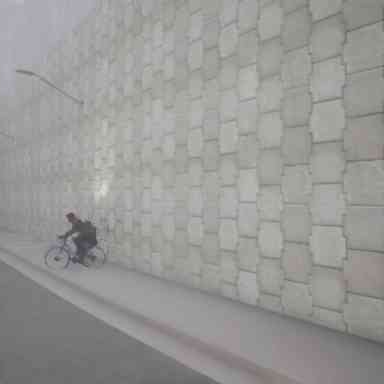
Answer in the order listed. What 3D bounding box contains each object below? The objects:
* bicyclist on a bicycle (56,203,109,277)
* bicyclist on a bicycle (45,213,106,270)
[{"bbox_3d":[-3.287,1.420,10.251,0.582,1.656,1.620,-22,18,1],"label":"bicyclist on a bicycle"},{"bbox_3d":[-3.271,1.407,9.373,1.656,1.620,0.582,1,1,-11],"label":"bicyclist on a bicycle"}]
